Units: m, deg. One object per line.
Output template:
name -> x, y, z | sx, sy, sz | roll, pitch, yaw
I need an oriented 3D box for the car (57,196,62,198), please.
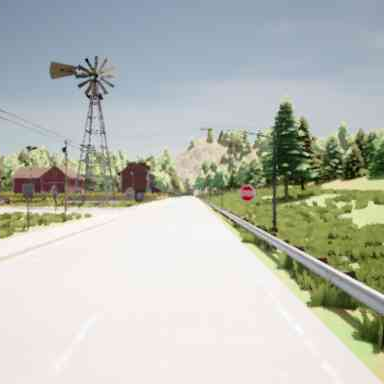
car -> -34.107, 1.769, 83.179 | 4.181, 1.385, 1.994 | 0, 0, 0

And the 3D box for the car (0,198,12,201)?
car -> -32.325, 1.671, 57.551 | 1.784, 1.438, 3.905 | 0, 0, -1
